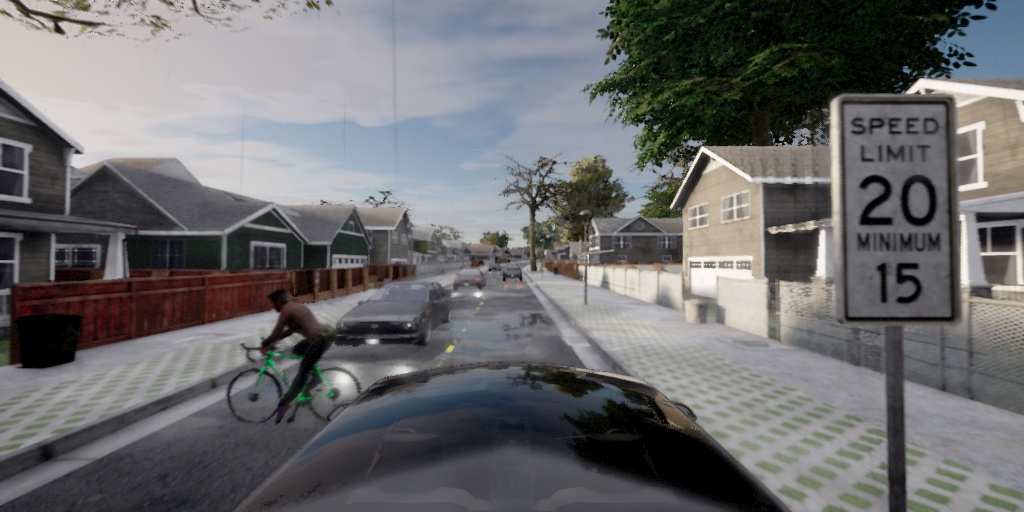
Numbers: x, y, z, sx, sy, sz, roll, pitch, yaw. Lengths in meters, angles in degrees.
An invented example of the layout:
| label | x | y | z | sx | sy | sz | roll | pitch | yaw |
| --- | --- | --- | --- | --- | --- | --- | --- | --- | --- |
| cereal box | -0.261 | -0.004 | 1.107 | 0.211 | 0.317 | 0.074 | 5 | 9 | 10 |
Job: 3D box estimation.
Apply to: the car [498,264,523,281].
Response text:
| label | x | y | z | sx | sy | sz | roll | pitch | yaw |
| --- | --- | --- | --- | --- | --- | --- | --- | --- | --- |
| car | 0.054 | 1.612 | 35.138 | 2.128 | 1.511 | 4.902 | 0 | -1 | 0 |

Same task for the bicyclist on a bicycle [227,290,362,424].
| label | x | y | z | sx | sy | sz | roll | pitch | yaw |
| --- | --- | --- | --- | --- | --- | --- | --- | --- | --- |
| bicyclist on a bicycle | -2.655 | 1.237 | 4.365 | 1.656 | 1.620 | 0.582 | -1 | -1 | 0 |

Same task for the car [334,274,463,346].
| label | x | y | z | sx | sy | sz | roll | pitch | yaw |
| --- | --- | --- | --- | --- | --- | --- | --- | --- | --- |
| car | -2.855 | 1.402 | 10.027 | 2.033 | 1.411 | 5.357 | 0 | -1 | 0 |

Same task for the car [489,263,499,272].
| label | x | y | z | sx | sy | sz | roll | pitch | yaw |
| --- | --- | --- | --- | --- | --- | --- | --- | --- | --- |
| car | -2.761 | 1.867 | 57.703 | 1.994 | 1.385 | 4.181 | 0 | 0 | 2 |

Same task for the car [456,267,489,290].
| label | x | y | z | sx | sy | sz | roll | pitch | yaw |
| --- | --- | --- | --- | --- | --- | --- | --- | --- | --- |
| car | -2.858 | 1.547 | 25.011 | 1.812 | 1.442 | 4.674 | 0 | -1 | 0 |
